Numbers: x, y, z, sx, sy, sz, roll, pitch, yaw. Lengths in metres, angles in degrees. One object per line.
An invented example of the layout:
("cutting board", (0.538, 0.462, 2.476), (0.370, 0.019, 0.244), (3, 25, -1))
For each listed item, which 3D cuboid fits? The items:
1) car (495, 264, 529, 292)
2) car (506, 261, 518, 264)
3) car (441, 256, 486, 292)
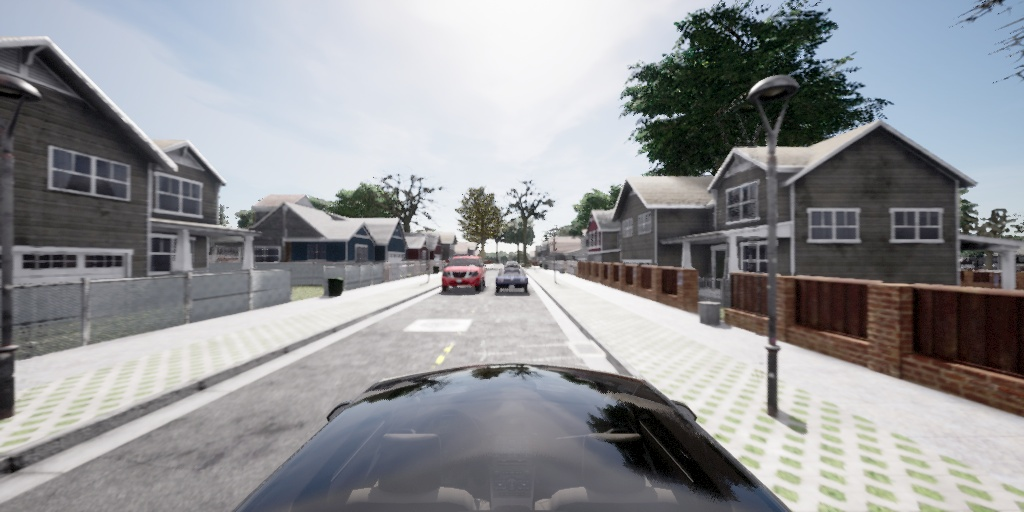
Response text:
("car", (0.004, 1.379, 21.684), (1.895, 1.301, 4.718), (0, 0, 0))
("car", (0.036, 1.392, 43.768), (1.837, 1.490, 4.892), (0, 0, 0))
("car", (-2.803, 1.004, 21.915), (2.150, 2.045, 5.566), (0, -1, 0))
